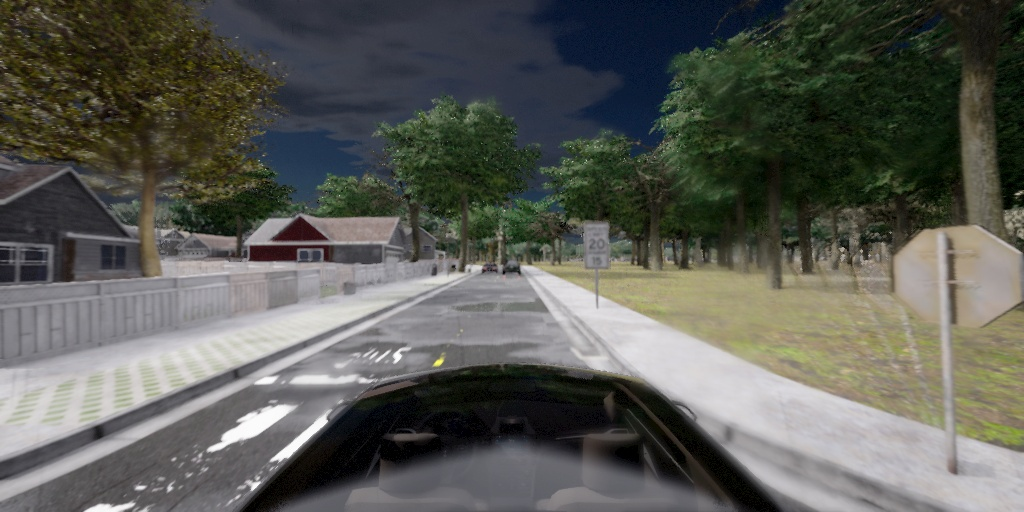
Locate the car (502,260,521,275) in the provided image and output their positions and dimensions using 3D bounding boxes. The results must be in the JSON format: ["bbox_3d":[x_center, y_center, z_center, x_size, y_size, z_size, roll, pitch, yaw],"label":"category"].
[{"bbox_3d":[-0.037,1.208,41.533,2.097,1.767,4.553,-1,0,0],"label":"car"}]

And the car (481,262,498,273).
[{"bbox_3d":[-2.787,1.464,46.145,1.994,1.385,4.181,-1,0,0],"label":"car"}]
